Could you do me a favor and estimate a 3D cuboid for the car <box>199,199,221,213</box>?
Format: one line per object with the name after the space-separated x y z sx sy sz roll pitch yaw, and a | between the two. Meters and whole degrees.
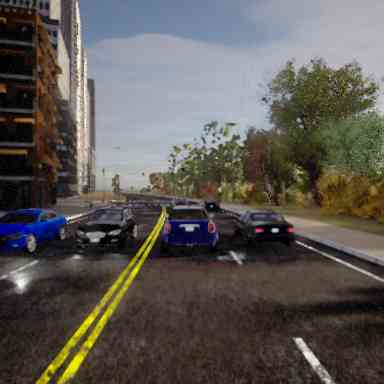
1.915 1.471 36.703 1.994 1.385 4.181 0 0 -4 | car

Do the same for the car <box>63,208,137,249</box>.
-3.547 1.467 14.430 2.128 1.511 4.902 0 0 -1 | car

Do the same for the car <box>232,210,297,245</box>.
3.085 1.510 15.204 2.033 1.411 5.357 0 0 -2 | car

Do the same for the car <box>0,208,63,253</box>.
-6.782 1.459 13.701 1.882 1.535 5.008 0 0 -1 | car

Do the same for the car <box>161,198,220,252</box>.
-0.142 1.323 13.915 2.097 1.767 4.553 0 0 -2 | car

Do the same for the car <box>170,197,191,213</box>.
-1.320 1.405 36.451 2.128 1.511 4.902 0 0 -4 | car
